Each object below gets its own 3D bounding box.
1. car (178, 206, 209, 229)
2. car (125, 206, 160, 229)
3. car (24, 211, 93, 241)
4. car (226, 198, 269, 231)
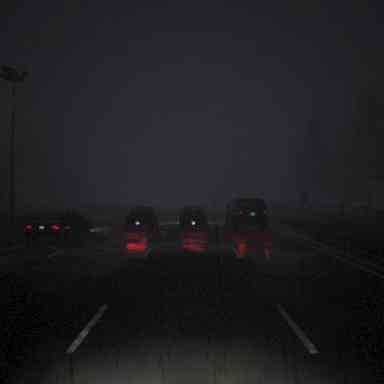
[{"bbox_3d":[0.099,1.721,23.241,1.837,1.490,4.892,0,-1,0],"label":"car"},{"bbox_3d":[-3.402,1.721,23.221,1.837,1.490,4.892,0,-1,0],"label":"car"},{"bbox_3d":[-6.902,1.713,17.784,2.033,1.411,5.357,0,-1,0],"label":"car"},{"bbox_3d":[3.599,1.430,22.370,2.150,2.045,5.566,0,-1,0],"label":"car"}]
